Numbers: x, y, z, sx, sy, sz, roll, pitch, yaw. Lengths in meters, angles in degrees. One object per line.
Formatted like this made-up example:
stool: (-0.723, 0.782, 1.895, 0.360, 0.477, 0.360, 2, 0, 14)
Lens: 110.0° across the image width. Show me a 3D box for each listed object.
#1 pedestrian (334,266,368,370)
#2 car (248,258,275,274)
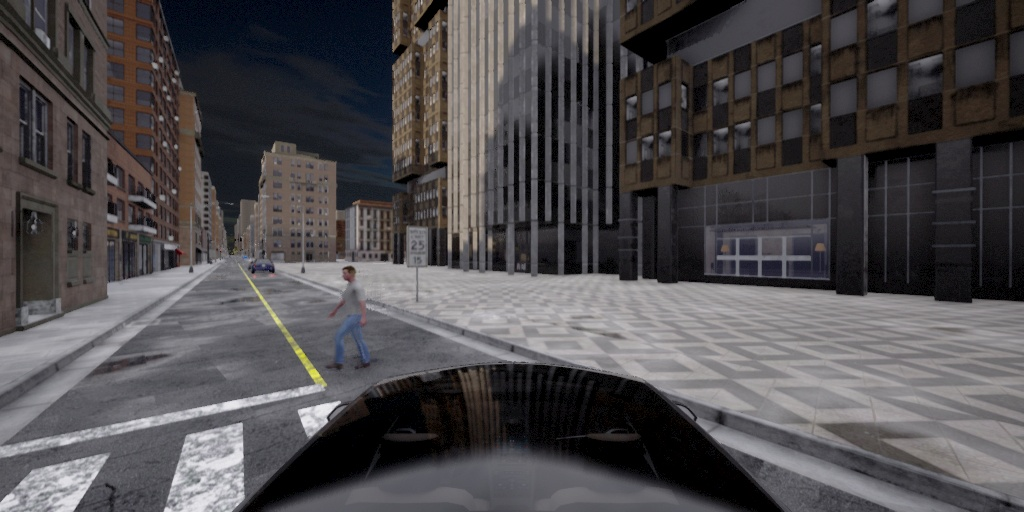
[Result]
pedestrian: (-2.765, 1.038, 6.163, 0.375, 1.860, 0.375, 0, 0, -38)
car: (-28.387, 1.051, 40.765, 2.097, 1.767, 4.553, 0, 0, -38)
